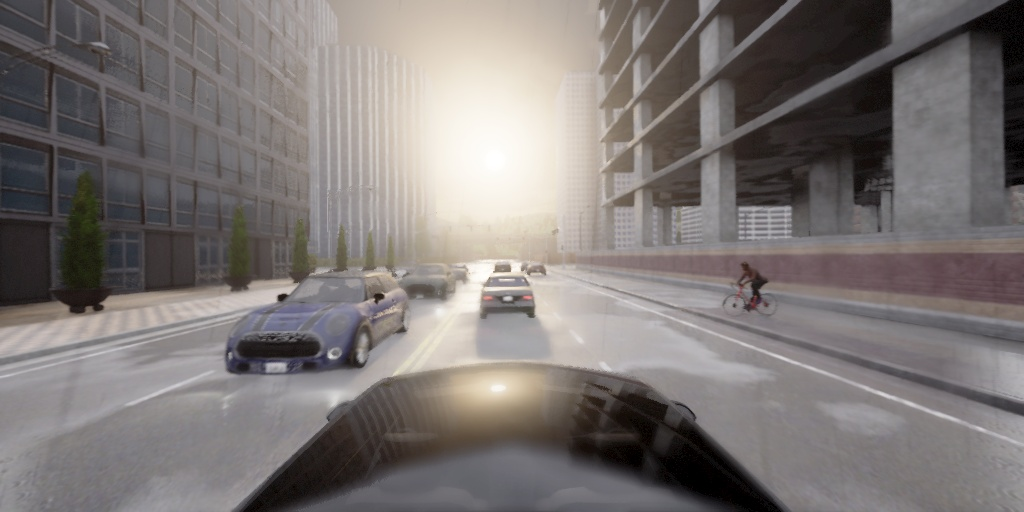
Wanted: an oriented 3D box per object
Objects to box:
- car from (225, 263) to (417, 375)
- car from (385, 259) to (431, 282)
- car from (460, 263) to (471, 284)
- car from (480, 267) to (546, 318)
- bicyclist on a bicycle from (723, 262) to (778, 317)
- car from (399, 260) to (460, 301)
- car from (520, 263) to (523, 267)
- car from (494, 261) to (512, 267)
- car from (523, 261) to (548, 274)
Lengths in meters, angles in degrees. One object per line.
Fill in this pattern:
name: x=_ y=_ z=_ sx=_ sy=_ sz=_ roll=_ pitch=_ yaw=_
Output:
car: x=-3.734 y=1.147 z=7.819 sx=2.097 sy=1.767 sz=4.553 roll=-1 pitch=0 yaw=-2
car: x=-7.714 y=1.035 z=27.096 sx=2.128 sy=1.511 sz=4.902 roll=-1 pitch=0 yaw=-2
car: x=-4.321 y=1.313 z=28.122 sx=2.128 sy=1.511 sz=4.902 roll=-1 pitch=0 yaw=-2
car: x=-0.174 y=1.309 z=13.073 sx=2.033 sy=1.411 sz=5.357 roll=-1 pitch=0 yaw=-2
bicyclist on a bicycle: x=6.994 y=0.984 z=10.527 sx=1.656 sy=1.620 sz=0.582 roll=-1 pitch=0 yaw=-2
car: x=-4.027 y=1.160 z=17.709 sx=2.097 sy=1.767 sz=4.553 roll=-1 pitch=0 yaw=-2
car: x=2.203 y=1.335 z=48.125 sx=1.994 sy=1.385 sz=4.181 roll=-1 pitch=0 yaw=-1
car: x=-1.006 y=1.275 z=39.704 sx=1.882 sy=1.535 sz=5.008 roll=-1 pitch=0 yaw=-1
car: x=2.538 y=1.284 z=37.979 sx=1.812 sy=1.442 sz=4.674 roll=-1 pitch=0 yaw=-1
